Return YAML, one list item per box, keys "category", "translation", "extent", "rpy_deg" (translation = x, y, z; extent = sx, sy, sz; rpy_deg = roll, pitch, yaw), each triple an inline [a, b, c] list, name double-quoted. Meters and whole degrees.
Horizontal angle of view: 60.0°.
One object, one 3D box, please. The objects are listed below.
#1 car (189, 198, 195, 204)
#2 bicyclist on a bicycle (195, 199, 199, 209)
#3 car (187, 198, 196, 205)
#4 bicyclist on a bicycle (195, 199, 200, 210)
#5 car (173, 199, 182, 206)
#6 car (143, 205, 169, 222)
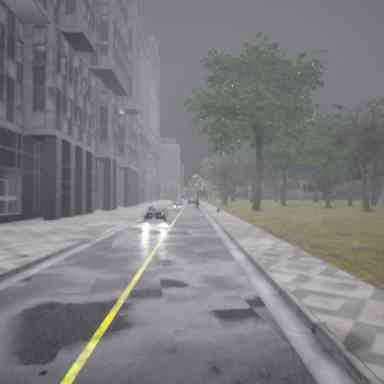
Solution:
- category: "car"
  translation: [0.003, 2.337, 88.725]
  extent: [1.812, 1.442, 4.674]
  rpy_deg: [0, -1, 0]
- category: "bicyclist on a bicycle"
  translation: [0.827, 1.934, 54.190]
  extent: [0.582, 1.620, 1.656]
  rpy_deg: [0, -1, 0]
- category: "car"
  translation: [0.002, 2.079, 78.084]
  extent: [2.097, 1.767, 4.553]
  rpy_deg: [0, -1, 0]
- category: "bicyclist on a bicycle"
  translation: [0.827, 1.846, 45.192]
  extent: [0.582, 1.620, 1.656]
  rpy_deg: [0, -1, 0]
- category: "car"
  translation: [-2.998, 2.159, 70.458]
  extent: [2.128, 1.511, 4.902]
  rpy_deg: [0, -1, 0]
- category: "car"
  translation: [-3.093, 1.845, 29.276]
  extent: [1.895, 1.301, 4.718]
  rpy_deg: [0, -1, 0]
